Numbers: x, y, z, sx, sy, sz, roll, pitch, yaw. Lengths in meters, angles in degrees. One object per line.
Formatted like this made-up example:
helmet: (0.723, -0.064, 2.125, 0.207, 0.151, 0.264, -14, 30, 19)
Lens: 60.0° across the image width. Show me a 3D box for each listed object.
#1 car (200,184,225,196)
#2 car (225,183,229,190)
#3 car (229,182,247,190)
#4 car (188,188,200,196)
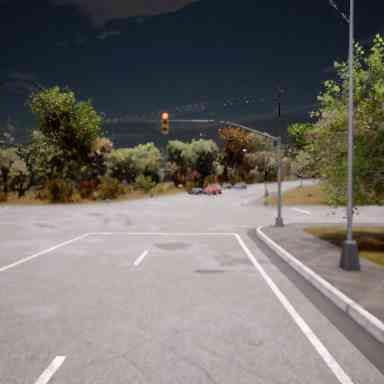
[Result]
car: (4.019, -0.410, 64.256, 2.150, 2.045, 5.566, 0, 4, 23)
car: (8.169, -1.268, 79.779, 2.128, 1.511, 4.902, 1, 5, 30)
car: (11.228, -1.418, 78.071, 2.097, 1.767, 4.553, 1, 5, 30)
car: (0.931, -0.129, 65.963, 2.033, 1.411, 5.357, 0, 4, 23)
